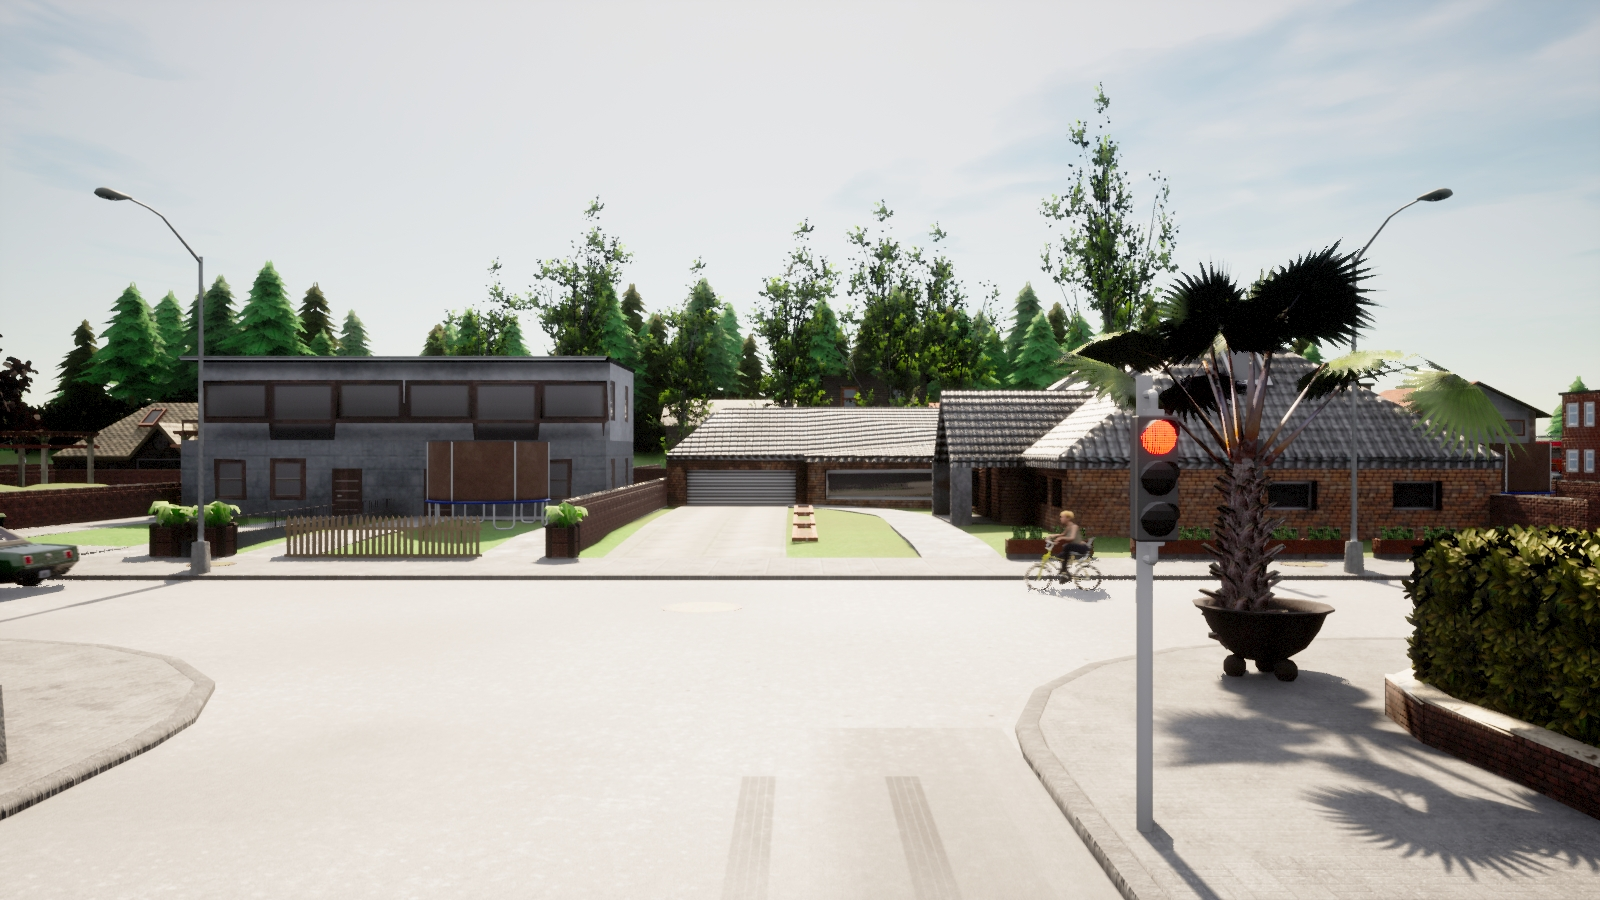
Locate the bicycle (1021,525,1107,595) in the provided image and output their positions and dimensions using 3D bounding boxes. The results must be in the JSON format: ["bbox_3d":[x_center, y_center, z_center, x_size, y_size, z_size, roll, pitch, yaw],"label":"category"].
[{"bbox_3d":[5.170,2.149,22.444,1.487,1.276,0.859,0,0,0],"label":"bicycle"}]

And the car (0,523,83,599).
[{"bbox_3d":[-17.038,2.146,22.441,4.718,1.301,1.895,0,0,0],"label":"car"}]
